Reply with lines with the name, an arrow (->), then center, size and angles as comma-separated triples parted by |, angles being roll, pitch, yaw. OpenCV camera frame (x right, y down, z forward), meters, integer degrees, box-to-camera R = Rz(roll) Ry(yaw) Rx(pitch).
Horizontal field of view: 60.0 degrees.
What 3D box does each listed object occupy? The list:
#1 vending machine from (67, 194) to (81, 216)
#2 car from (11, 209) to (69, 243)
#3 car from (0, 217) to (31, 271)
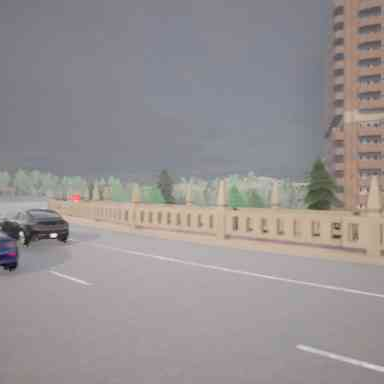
vending machine -> -11.905, 1.286, 33.581 | 1.100, 2.100, 0.880 | 0, 0, -32
car -> -7.431, 1.543, 15.517 | 1.837, 1.490, 4.892 | 0, 0, -44
car -> -6.739, 1.546, 9.915 | 4.674, 1.442, 1.812 | 0, 0, 43
